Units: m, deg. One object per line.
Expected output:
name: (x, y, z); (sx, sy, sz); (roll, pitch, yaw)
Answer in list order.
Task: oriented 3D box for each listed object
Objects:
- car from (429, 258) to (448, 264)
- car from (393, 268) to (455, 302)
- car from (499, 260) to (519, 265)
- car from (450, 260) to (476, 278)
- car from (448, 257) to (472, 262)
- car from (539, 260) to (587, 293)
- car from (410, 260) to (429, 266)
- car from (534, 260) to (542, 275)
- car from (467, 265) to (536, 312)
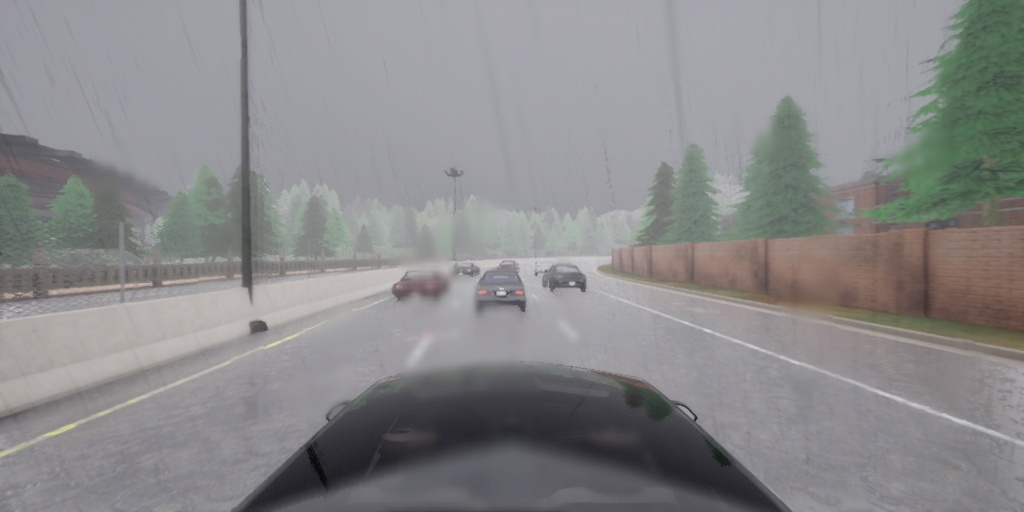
car: (-10.488, 1.110, 56.266); (2.128, 1.511, 4.902); (-1, 0, 17)
car: (-4.045, 1.326, 16.948); (1.895, 1.301, 4.718); (-1, 0, -2)
car: (-0.297, 1.128, 34.950); (1.812, 1.442, 4.674); (-1, 0, 6)
car: (-4.040, 1.257, 32.138); (1.895, 1.301, 4.718); (-1, 0, 3)
car: (-7.373, 0.943, 54.414); (2.097, 1.767, 4.553); (-1, 0, 16)
car: (2.845, 1.162, 19.797); (1.812, 1.442, 4.674); (-1, 0, -2)
car: (-14.033, 1.256, 56.613); (1.895, 1.301, 4.718); (-1, 0, 16)
car: (3.234, 1.089, 35.111); (1.812, 1.442, 4.674); (-1, 0, 6)
car: (-0.426, 1.246, 14.084); (2.033, 1.411, 5.357); (-1, 0, -2)
